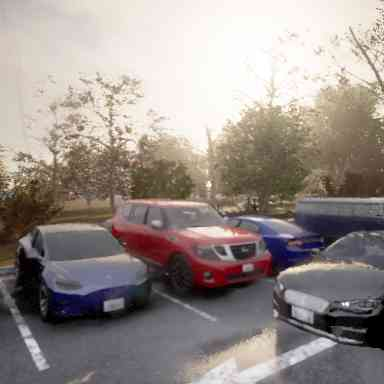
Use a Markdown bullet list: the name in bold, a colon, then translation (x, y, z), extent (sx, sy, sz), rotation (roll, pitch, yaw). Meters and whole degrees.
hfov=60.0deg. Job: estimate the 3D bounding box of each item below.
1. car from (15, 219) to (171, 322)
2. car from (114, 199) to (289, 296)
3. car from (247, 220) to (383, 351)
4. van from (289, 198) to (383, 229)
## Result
- **car**: translation (-2.713, 1.518, 7.623), extent (2.163, 1.488, 4.792), rotation (0, 0, -35)
- **car**: translation (-0.414, 1.249, 9.263), extent (2.435, 2.045, 5.566), rotation (0, 0, -35)
- **car**: translation (3.595, 1.518, 6.232), extent (4.902, 1.511, 2.128), rotation (0, 0, -35)
- **van**: translation (6.653, 1.240, 14.186), extent (1.878, 1.987, 4.442), rotation (-1, 1, -35)
